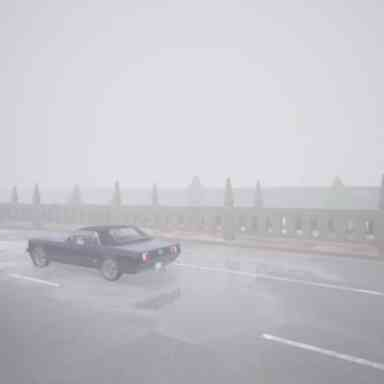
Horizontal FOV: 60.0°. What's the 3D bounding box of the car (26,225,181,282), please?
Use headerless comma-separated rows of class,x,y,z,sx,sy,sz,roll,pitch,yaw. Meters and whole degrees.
car,-2.767,1.626,9.824,4.718,1.301,1.895,0,0,32
